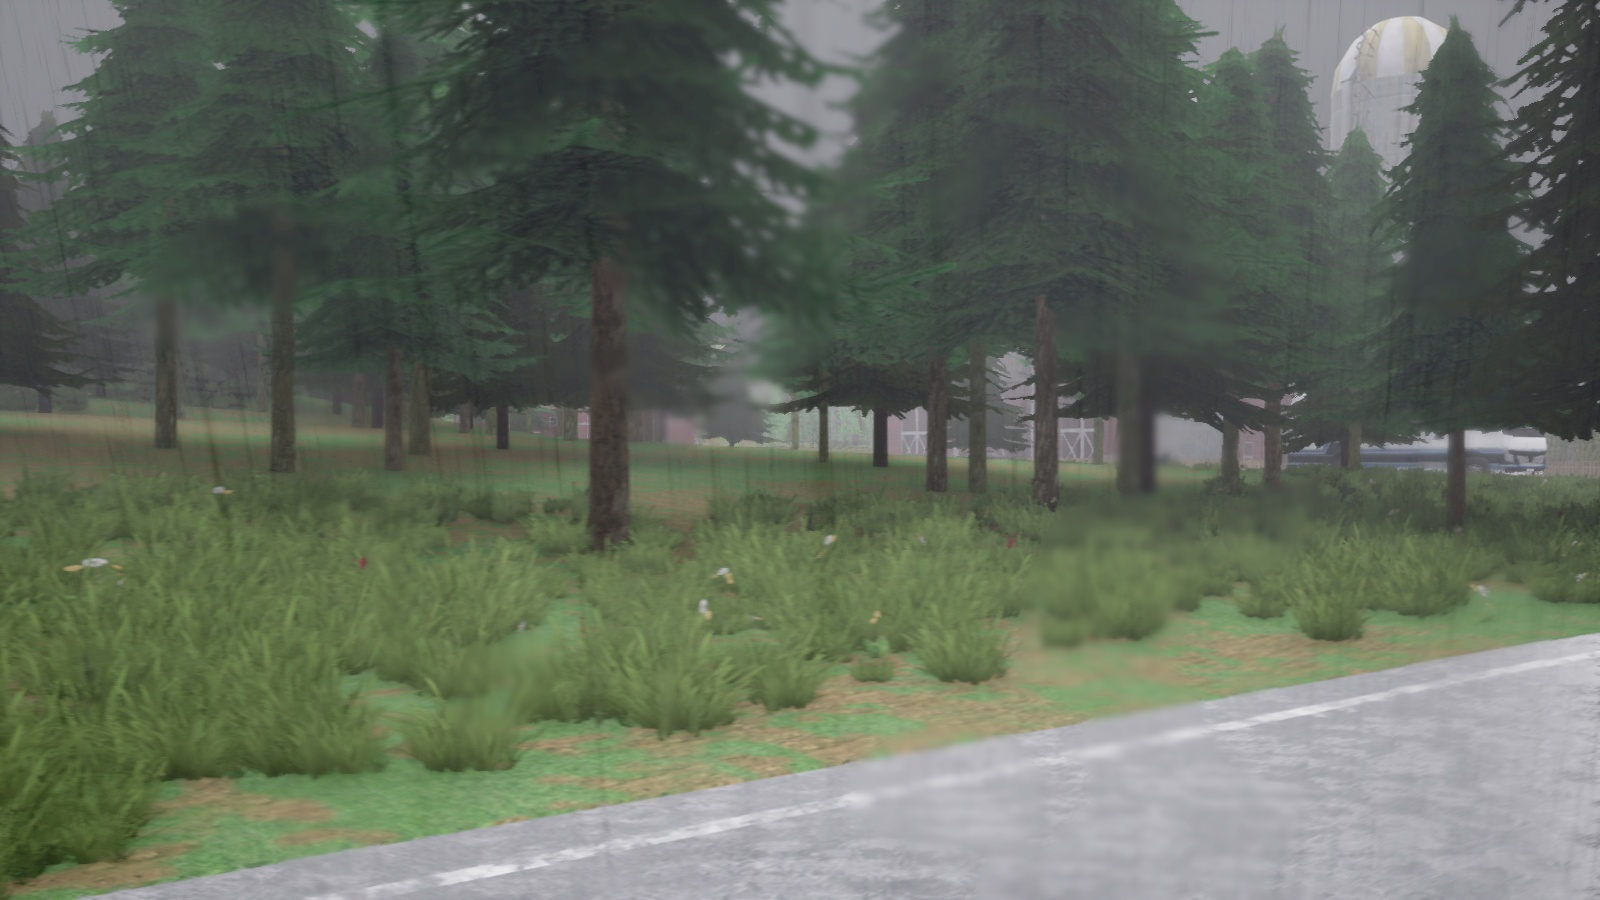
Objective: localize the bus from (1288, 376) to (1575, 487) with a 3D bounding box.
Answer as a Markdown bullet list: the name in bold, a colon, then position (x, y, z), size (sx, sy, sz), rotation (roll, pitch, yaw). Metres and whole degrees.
- **bus**: position (26.517, -0.697, 53.442), size (3.944, 4.253, 10.273), rotation (0, 0, -34)

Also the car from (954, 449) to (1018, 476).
- **car**: position (11.233, 0.746, 75.849), size (1.789, 1.549, 3.705), rotation (0, 0, -34)
